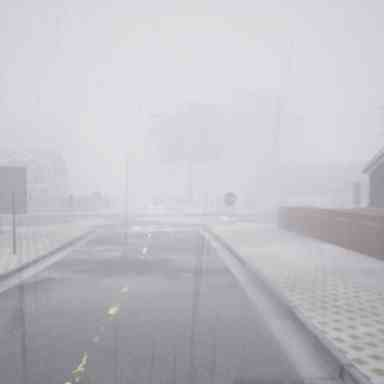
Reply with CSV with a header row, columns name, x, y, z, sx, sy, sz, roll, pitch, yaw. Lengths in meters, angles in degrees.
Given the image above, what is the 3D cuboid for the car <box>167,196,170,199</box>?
name,x,y,z,sx,sy,sz,roll,pitch,yaw
car,-5.052,1.648,74.939,1.882,1.535,5.008,0,0,6

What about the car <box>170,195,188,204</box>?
name,x,y,z,sx,sy,sz,roll,pitch,yaw
car,-2.670,1.531,71.108,2.097,1.767,4.553,0,0,6

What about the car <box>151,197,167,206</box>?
name,x,y,z,sx,sy,sz,roll,pitch,yaw
car,-6.184,1.651,59.468,1.837,1.490,4.892,0,0,2
